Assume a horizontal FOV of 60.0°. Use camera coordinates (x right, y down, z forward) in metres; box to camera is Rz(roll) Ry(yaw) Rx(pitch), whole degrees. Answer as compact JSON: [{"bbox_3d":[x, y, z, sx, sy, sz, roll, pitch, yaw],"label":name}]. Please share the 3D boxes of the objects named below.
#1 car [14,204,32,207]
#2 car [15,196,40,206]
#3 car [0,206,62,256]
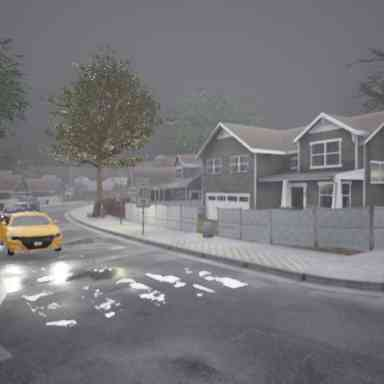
[{"bbox_3d":[-13.601,1.833,25.646,1.895,1.301,4.718,0,0,-26],"label":"car"},{"bbox_3d":[-19.231,1.558,38.986,2.150,2.045,5.566,0,0,-19],"label":"car"},{"bbox_3d":[-6.865,1.596,14.016,1.882,1.535,5.008,0,0,-33],"label":"car"}]
